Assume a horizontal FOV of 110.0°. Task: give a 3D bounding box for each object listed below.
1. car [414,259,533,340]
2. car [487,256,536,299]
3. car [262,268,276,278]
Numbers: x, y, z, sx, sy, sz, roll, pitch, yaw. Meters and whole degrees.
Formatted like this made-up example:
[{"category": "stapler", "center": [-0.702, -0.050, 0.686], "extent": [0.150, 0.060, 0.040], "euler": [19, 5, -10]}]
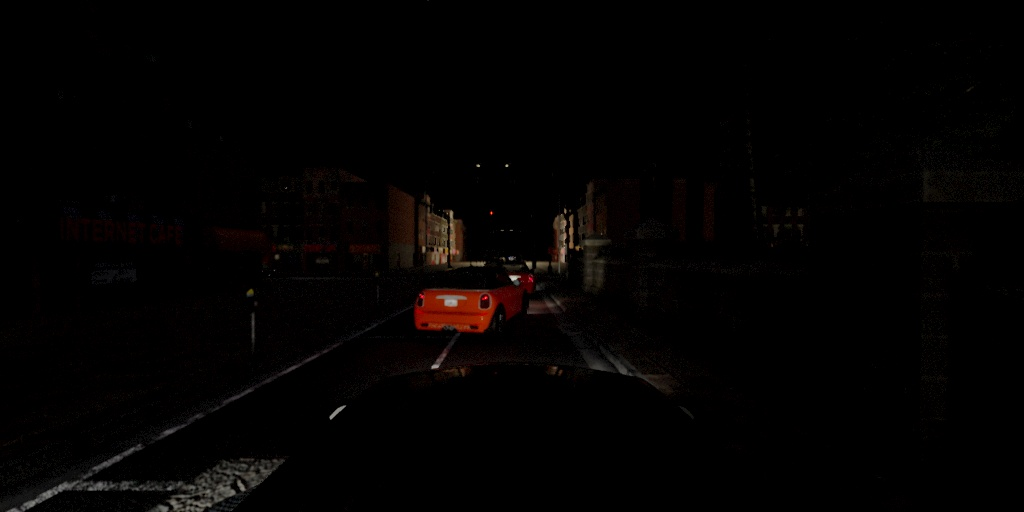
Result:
[{"category": "car", "center": [-0.895, 1.073, 10.192], "extent": [2.097, 1.767, 4.553], "euler": [0, 0, 13]}, {"category": "car", "center": [0.067, 1.048, 17.926], "extent": [2.097, 1.767, 4.553], "euler": [0, 0, 1]}, {"category": "car", "center": [-22.359, 1.287, 29.770], "extent": [4.718, 1.301, 1.895], "euler": [0, 0, 0]}]
